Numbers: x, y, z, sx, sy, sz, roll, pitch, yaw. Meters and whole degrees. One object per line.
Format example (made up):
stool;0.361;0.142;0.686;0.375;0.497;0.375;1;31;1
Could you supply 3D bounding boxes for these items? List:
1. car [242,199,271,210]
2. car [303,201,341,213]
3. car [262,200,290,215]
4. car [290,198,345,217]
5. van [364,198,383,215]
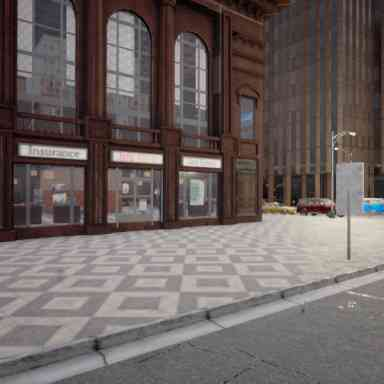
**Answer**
car;9.886;1.890;51.361;1.967;1.590;4.097;-1;0;-35
car;16.372;1.896;42.170;1.802;1.307;4.206;-1;0;-35
car;9.508;1.797;37.109;1.752;1.417;4.829;0;0;-35
car;12.650;1.521;32.653;2.192;1.841;5.009;0;0;-35
van;19.611;1.587;37.575;1.690;1.788;3.998;-1;0;-35
